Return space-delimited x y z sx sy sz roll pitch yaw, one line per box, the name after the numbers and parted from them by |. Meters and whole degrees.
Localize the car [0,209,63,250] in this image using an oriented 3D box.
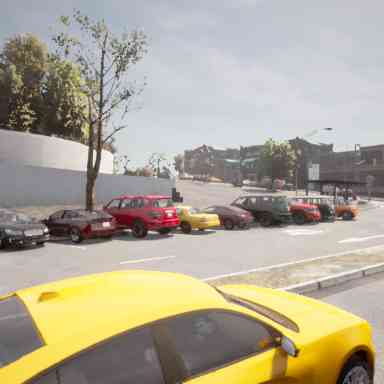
-8.163 1.494 14.390 4.892 1.521 2.231 -1 -1 35 | car

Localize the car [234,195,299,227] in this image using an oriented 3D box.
4.060 1.263 23.087 5.566 2.045 2.435 -1 -1 35 | car

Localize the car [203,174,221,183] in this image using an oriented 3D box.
5.806 -3.175 86.420 1.946 1.575 5.366 7 3 34 | car

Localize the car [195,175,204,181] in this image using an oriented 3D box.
3.956 -3.697 88.680 2.435 2.045 5.566 7 3 34 | car

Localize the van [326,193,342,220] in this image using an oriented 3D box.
9.114 1.297 26.459 4.442 1.987 1.878 -1 -1 35 | van

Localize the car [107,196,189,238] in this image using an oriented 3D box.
-3.296 1.248 17.879 5.566 2.045 2.435 -1 -1 35 | car

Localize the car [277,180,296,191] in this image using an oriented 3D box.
19.536 -0.991 66.554 2.231 1.521 4.892 7 3 35 | car

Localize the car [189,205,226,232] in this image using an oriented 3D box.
-0.976 1.503 19.705 5.366 1.575 1.946 -1 -1 35 | car

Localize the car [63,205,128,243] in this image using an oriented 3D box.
-5.742 1.525 16.135 4.792 1.488 2.163 -1 -1 35 | car

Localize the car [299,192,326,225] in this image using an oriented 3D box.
6.575 1.268 24.790 5.566 2.045 2.435 -1 -1 35 | car

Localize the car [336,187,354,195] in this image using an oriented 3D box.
26.432 0.138 56.692 2.002 1.452 4.674 7 3 35 | car

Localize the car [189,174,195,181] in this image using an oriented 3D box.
2.163 -3.849 91.147 2.185 1.767 4.553 6 3 34 | car

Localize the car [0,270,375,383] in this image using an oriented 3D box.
-0.346 1.478 2.885 5.008 1.535 1.882 0 0 -35 | car

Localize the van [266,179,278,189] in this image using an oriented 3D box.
17.778 -1.490 68.917 1.878 1.987 4.442 7 4 35 | van

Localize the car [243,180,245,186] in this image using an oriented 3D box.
12.648 -2.042 76.443 2.002 1.452 4.674 7 4 35 | car

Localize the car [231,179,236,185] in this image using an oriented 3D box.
10.907 -2.316 78.906 2.002 1.452 4.674 7 3 35 | car

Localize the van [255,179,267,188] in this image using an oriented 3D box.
16.050 -1.763 71.390 1.878 1.987 4.442 7 4 35 | van

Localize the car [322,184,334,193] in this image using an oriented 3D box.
24.742 -0.425 59.165 2.435 2.045 5.566 7 3 35 | car

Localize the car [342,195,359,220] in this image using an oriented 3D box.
11.524 1.404 28.208 4.553 1.767 2.185 -1 -1 35 | car

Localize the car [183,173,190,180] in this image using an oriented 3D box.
0.435 -4.084 93.618 2.185 1.767 4.553 4 1 33 | car

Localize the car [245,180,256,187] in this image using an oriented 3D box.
14.478 -1.811 74.122 1.946 1.575 5.366 7 3 35 | car

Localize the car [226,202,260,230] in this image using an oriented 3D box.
1.632 1.549 21.331 4.674 1.452 2.002 -1 -1 35 | car
